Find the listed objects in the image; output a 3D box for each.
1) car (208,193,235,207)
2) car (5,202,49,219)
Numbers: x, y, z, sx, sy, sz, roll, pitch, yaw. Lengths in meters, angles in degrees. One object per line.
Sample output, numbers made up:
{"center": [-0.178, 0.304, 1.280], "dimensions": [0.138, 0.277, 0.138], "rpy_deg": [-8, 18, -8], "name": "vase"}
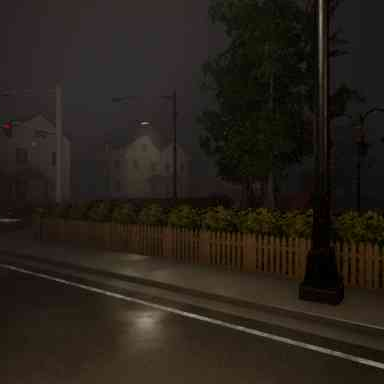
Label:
{"center": [4.256, 1.221, 48.838], "dimensions": [2.150, 2.045, 5.566], "rpy_deg": [0, 0, 35], "name": "car"}
{"center": [-13.946, 1.564, 29.102], "dimensions": [1.994, 1.385, 4.181], "rpy_deg": [0, 0, 35], "name": "car"}
